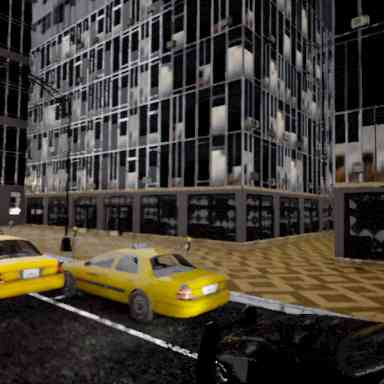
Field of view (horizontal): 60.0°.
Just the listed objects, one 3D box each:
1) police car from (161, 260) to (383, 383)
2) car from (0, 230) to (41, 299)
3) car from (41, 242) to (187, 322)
[{"bbox_3d":[2.349,1.595,2.465,5.238,1.638,1.930,-1,-3,39],"label":"police car"},{"bbox_3d":[-5.463,1.775,8.835,5.366,1.575,1.801,-1,-3,39],"label":"car"},{"bbox_3d":[-1.451,1.874,7.872,4.829,1.417,1.752,-1,-4,39],"label":"car"}]
